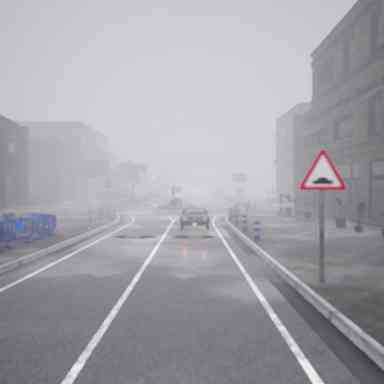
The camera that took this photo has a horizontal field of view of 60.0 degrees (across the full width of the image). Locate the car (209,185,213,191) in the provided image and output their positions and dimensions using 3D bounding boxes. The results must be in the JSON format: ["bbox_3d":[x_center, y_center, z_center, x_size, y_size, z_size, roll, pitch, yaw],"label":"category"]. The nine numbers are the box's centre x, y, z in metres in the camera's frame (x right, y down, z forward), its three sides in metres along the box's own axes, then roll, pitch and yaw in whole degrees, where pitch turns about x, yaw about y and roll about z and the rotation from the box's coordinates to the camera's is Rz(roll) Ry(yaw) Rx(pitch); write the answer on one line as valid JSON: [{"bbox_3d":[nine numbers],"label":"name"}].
[{"bbox_3d":[8.047,-0.552,94.156,5.008,1.535,2.097,0,2,-1],"label":"car"}]

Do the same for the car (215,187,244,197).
[{"bbox_3d":[8.111,0.342,69.367,5.366,1.575,1.946,0,2,-1],"label":"car"}]

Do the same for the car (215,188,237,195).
[{"bbox_3d":[8.188,-0.090,80.384,5.008,1.535,2.097,0,2,-1],"label":"car"}]

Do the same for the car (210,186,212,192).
[{"bbox_3d":[8.104,-0.377,88.647,4.892,1.521,2.231,0,2,-1],"label":"car"}]

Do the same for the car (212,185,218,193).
[{"bbox_3d":[8.240,-0.238,77.621,5.566,2.045,2.435,0,2,-1],"label":"car"}]

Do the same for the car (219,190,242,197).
[{"bbox_3d":[8.271,0.271,72.126,4.674,1.452,2.002,0,2,-1],"label":"car"}]

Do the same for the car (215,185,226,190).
[{"bbox_3d":[8.208,-0.005,74.872,4.553,1.767,2.185,0,2,-1],"label":"car"}]

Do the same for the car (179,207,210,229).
[{"bbox_3d":[0.204,1.661,22.390,1.895,1.301,4.718,0,0,1],"label":"car"}]

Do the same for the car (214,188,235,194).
[{"bbox_3d":[8.150,-0.190,83.138,5.008,1.535,2.097,0,2,-1],"label":"car"}]
